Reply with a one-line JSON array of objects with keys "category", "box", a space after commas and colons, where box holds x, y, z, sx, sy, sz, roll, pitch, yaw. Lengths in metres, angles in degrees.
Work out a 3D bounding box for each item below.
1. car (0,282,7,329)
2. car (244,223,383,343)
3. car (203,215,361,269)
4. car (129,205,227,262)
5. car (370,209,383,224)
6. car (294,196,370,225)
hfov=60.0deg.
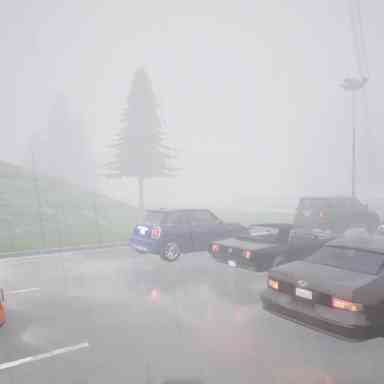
[{"category": "car", "box": [-5.077, 1.352, 4.425, 4.553, 1.767, 2.097, 0, 0, -36]}, {"category": "car", "box": [3.699, 1.547, 6.382, 5.357, 1.411, 2.033, 0, 0, -35]}, {"category": "car", "box": [2.869, 1.601, 10.086, 4.718, 1.301, 1.895, 0, 0, -36]}, {"category": "car", "box": [0.058, 1.352, 12.379, 4.553, 1.767, 2.097, 0, 0, -36]}, {"category": "car", "box": [10.784, 1.548, 15.688, 5.357, 1.411, 2.033, 0, 0, -38]}, {"category": "car", "box": [7.858, 1.222, 17.937, 5.566, 2.045, 2.150, 0, 0, -35]}]
